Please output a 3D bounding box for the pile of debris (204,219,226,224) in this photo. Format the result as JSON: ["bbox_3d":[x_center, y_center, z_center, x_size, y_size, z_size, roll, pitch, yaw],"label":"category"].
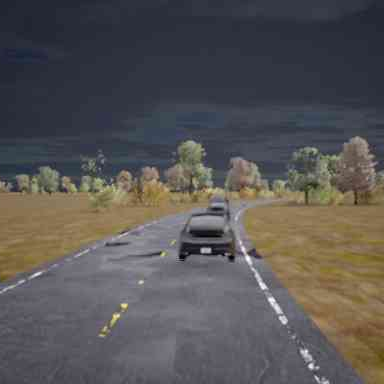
[{"bbox_3d":[1.738,2.207,24.895,1.500,0.140,1.860,0,0,8],"label":"pile of debris"}]

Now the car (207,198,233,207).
[{"bbox_3d":[2.264,1.541,27.687,1.837,1.490,4.892,0,0,9],"label":"car"}]

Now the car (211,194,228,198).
[{"bbox_3d":[4.348,1.281,52.781,2.150,2.045,5.566,0,0,16],"label":"car"}]

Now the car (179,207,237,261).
[{"bbox_3d":[0.609,1.524,12.374,1.837,1.490,4.892,0,0,4],"label":"car"}]
